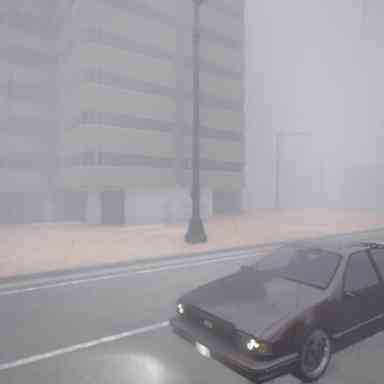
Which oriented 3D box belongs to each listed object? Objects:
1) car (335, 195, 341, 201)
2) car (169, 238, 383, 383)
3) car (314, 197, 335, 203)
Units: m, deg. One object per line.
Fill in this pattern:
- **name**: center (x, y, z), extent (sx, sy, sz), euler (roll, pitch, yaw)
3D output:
- **car**: center (37.798, 1.506, 81.953), extent (2.152, 1.636, 5.027), euler (0, 0, -37)
- **car**: center (2.300, 1.553, 5.628), extent (5.357, 1.411, 2.033), euler (0, 0, -36)
- **car**: center (30.674, 1.870, 77.954), extent (1.970, 1.475, 3.806), euler (0, -1, -37)
